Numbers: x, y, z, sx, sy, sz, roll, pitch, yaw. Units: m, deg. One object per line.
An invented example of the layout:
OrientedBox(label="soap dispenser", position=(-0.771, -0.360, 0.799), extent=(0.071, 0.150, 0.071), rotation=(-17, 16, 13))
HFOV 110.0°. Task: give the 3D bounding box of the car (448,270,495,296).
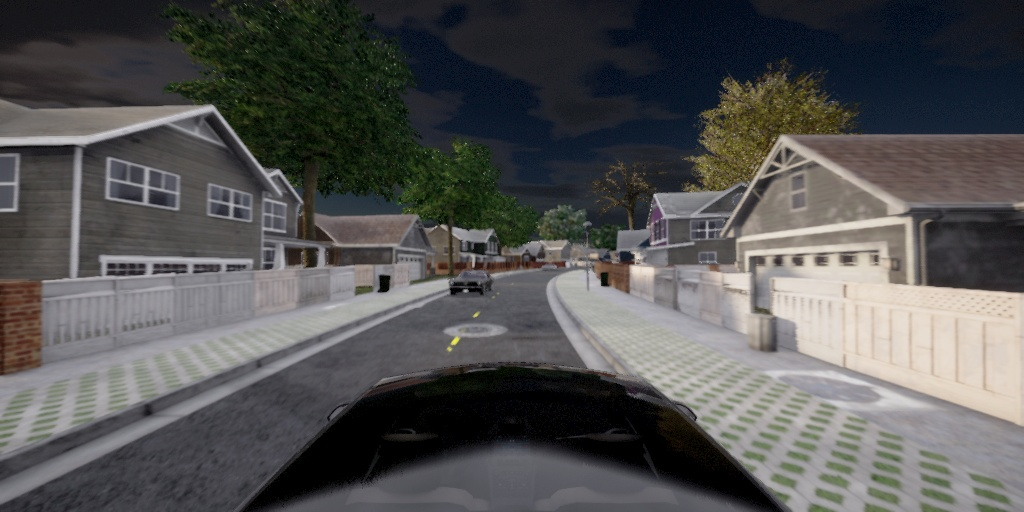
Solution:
OrientedBox(label="car", position=(-2.204, 1.495, 20.464), extent=(1.895, 1.301, 4.718), rotation=(0, 0, 5))

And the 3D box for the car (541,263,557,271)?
OrientedBox(label="car", position=(6.432, 1.920, 61.961), extent=(1.895, 1.301, 4.718), rotation=(-1, -1, 19))
